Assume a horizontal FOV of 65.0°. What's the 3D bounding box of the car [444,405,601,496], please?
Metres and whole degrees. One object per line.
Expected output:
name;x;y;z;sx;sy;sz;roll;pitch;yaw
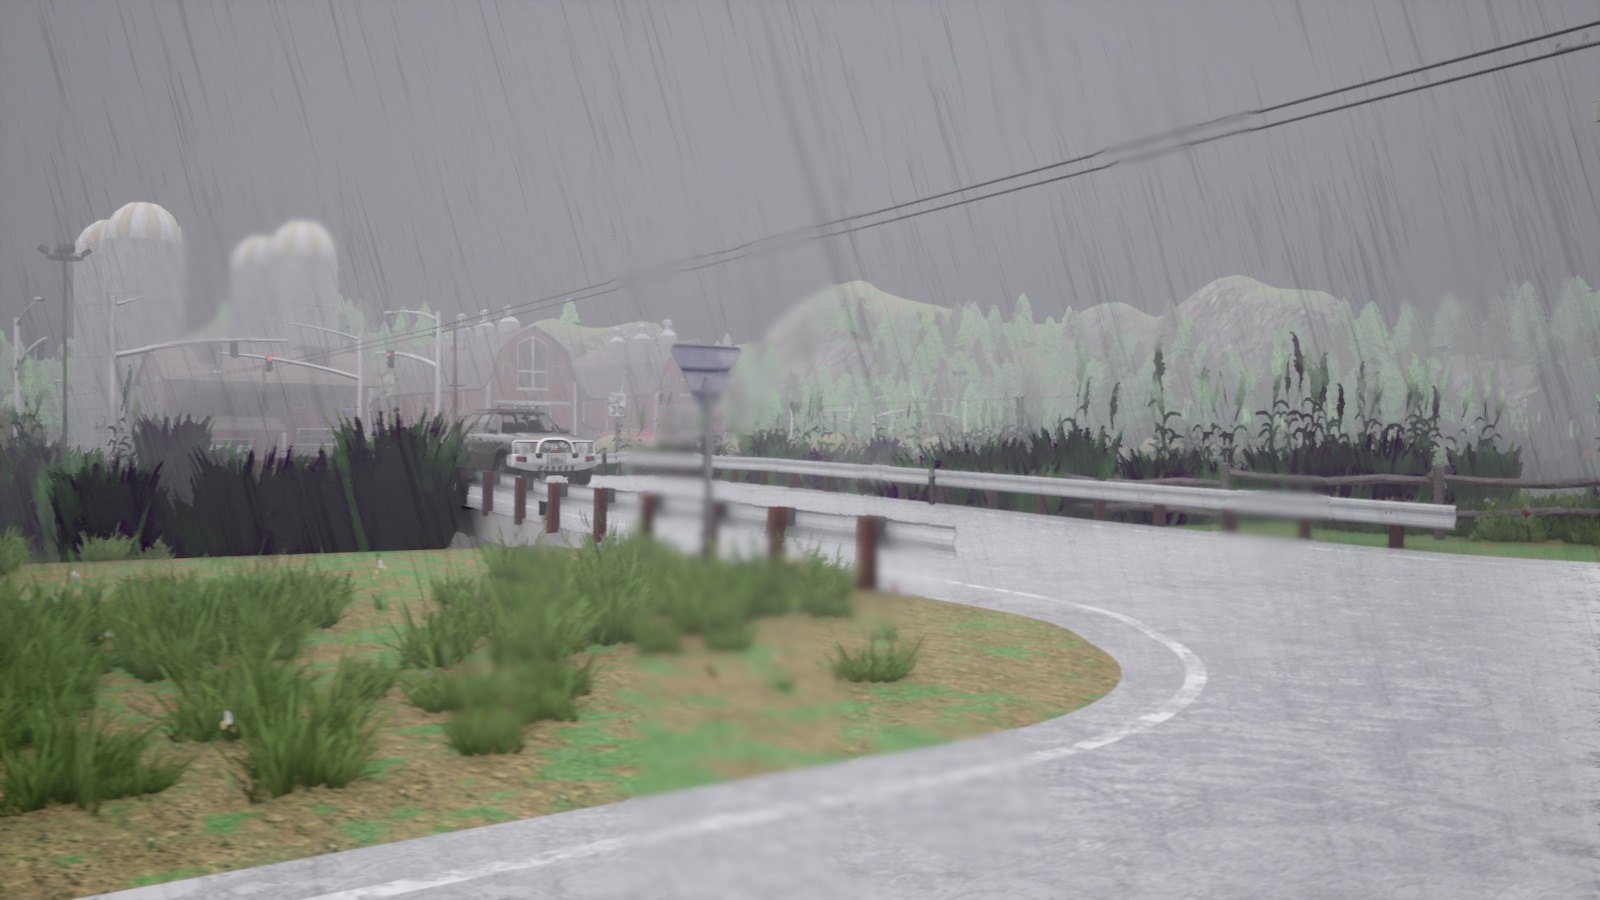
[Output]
car;-6.275;-0.038;27.987;1.932;1.855;4.605;0;1;-33
